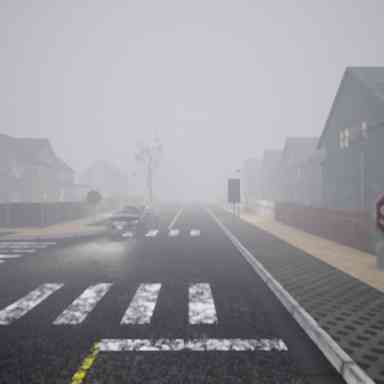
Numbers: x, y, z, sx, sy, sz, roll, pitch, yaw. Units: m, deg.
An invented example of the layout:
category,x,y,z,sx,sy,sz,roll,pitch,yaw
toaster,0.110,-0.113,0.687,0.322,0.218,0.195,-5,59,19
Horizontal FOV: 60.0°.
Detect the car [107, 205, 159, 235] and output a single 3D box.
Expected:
category,x,y,z,sx,sy,sz,roll,pitch,yaw
car,-3.236,1.505,19.093,2.128,1.511,4.902,0,0,9
